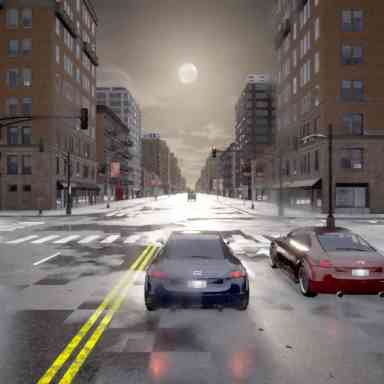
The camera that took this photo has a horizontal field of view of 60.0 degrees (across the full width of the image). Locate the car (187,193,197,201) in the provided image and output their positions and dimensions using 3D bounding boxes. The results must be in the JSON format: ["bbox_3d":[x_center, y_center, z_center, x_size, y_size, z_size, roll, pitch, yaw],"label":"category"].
[{"bbox_3d":[-0.026,1.212,80.278,2.150,2.045,5.566,0,0,0],"label":"car"}]

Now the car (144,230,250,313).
[{"bbox_3d":[0.085,1.564,7.762,1.994,1.385,4.181,0,0,0],"label":"car"}]

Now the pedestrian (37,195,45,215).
[{"bbox_3d":[-14.152,1.170,31.080,0.375,1.860,0.375,0,0,0],"label":"pedestrian"}]

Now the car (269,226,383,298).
[{"bbox_3d":[3.335,1.564,8.581,1.994,1.385,4.181,0,0,0],"label":"car"}]
